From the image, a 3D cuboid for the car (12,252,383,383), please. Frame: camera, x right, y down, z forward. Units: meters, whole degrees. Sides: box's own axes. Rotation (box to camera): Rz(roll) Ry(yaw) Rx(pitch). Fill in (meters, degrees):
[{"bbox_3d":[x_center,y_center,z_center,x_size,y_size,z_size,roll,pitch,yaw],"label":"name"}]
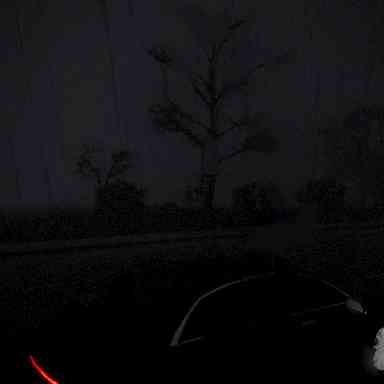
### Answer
[{"bbox_3d":[0.634,1.511,3.991,4.892,1.490,1.837,0,0,-34],"label":"car"}]
